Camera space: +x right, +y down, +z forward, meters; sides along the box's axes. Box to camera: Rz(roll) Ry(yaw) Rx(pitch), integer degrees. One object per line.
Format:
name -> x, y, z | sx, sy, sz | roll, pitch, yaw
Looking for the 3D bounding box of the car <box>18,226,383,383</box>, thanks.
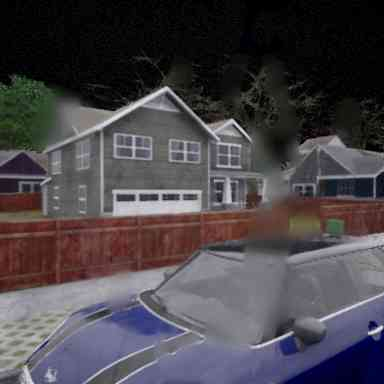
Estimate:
car -> 0.667, 1.338, 3.546 | 4.553, 1.767, 2.097 | 0, 0, -35
